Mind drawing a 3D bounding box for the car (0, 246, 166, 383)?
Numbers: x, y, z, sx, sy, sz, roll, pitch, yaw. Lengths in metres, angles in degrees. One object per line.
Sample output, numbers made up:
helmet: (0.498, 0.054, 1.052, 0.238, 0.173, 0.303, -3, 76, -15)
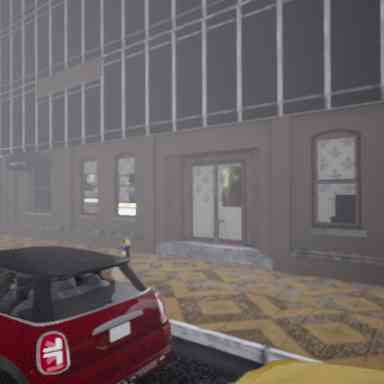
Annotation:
car: (-2.310, 1.471, 4.548, 4.097, 1.590, 1.967, 0, 0, 36)

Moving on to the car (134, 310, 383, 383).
car: (2.131, 1.518, 1.341, 4.829, 1.417, 1.752, 0, 0, 36)
